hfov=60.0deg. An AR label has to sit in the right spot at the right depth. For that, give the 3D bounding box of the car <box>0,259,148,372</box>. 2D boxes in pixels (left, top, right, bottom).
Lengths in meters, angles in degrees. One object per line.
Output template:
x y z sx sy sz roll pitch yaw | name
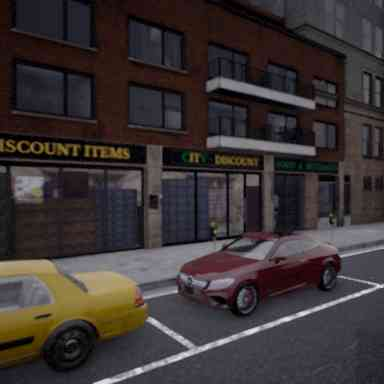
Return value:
-2.933 1.526 4.096 4.829 1.417 1.752 0 0 -35 | car

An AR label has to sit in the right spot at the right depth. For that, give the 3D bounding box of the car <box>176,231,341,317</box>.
1.646 1.557 7.360 4.206 1.307 1.802 0 0 -35 | car
